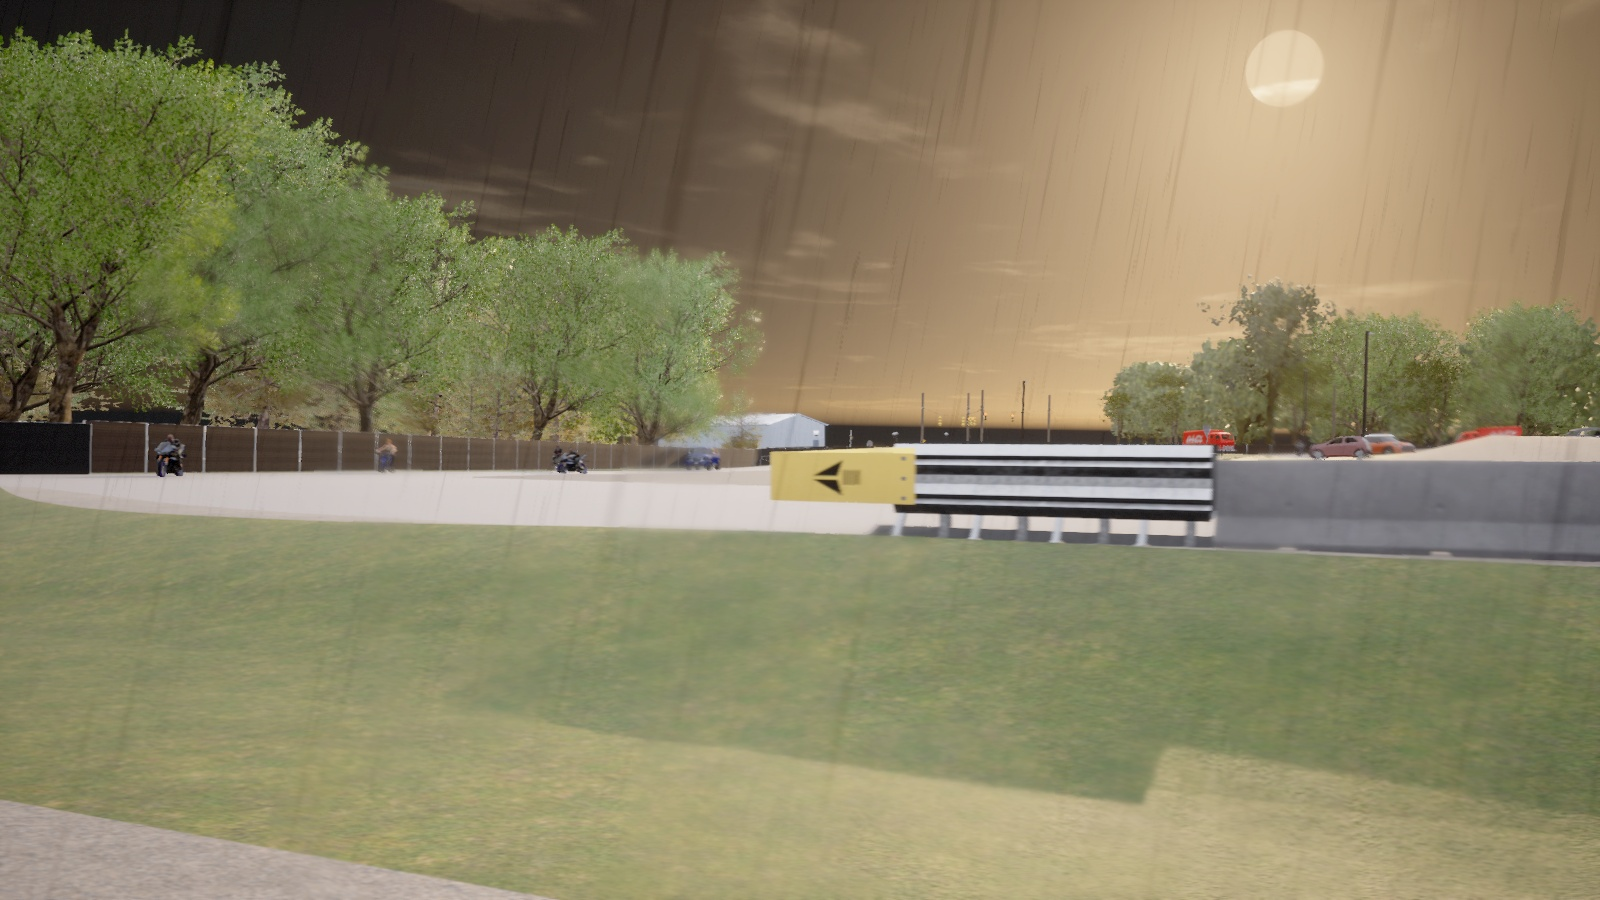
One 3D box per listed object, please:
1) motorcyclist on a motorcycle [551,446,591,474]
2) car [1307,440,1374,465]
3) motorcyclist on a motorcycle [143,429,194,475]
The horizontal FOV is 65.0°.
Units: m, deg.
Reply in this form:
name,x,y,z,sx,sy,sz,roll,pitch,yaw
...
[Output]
name,x,y,z,sx,sy,sz,roll,pitch,yaw
motorcyclist on a motorcycle,-13.270,0.579,72.899,0.866,1.530,2.191,2,0,38
car,34.619,0.175,80.448,3.633,1.501,1.845,-1,-1,35
motorcyclist on a motorcycle,-21.852,0.063,43.508,0.866,1.530,2.191,2,0,-7
